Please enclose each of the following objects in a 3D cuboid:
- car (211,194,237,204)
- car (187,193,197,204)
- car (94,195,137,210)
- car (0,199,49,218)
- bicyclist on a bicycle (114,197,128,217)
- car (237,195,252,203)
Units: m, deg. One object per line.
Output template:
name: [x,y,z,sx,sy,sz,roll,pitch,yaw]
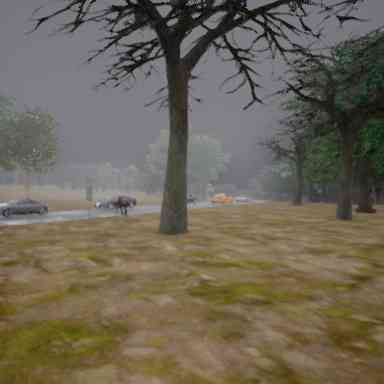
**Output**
car: [4.446,0.971,48.720,1.882,1.535,5.008,2,1,28]
car: [-1.088,0.920,45.225,1.837,1.490,4.892,2,1,30]
car: [-7.844,1.022,34.466,2.128,1.511,4.902,2,2,34]
car: [-13.638,1.221,26.424,1.994,1.385,4.181,2,2,37]
bicyclist on a bicycle: [-5.636,1.195,26.365,1.656,1.620,0.582,0,1,36]
car: [9.061,1.160,58.084,1.895,1.301,4.718,2,0,23]
